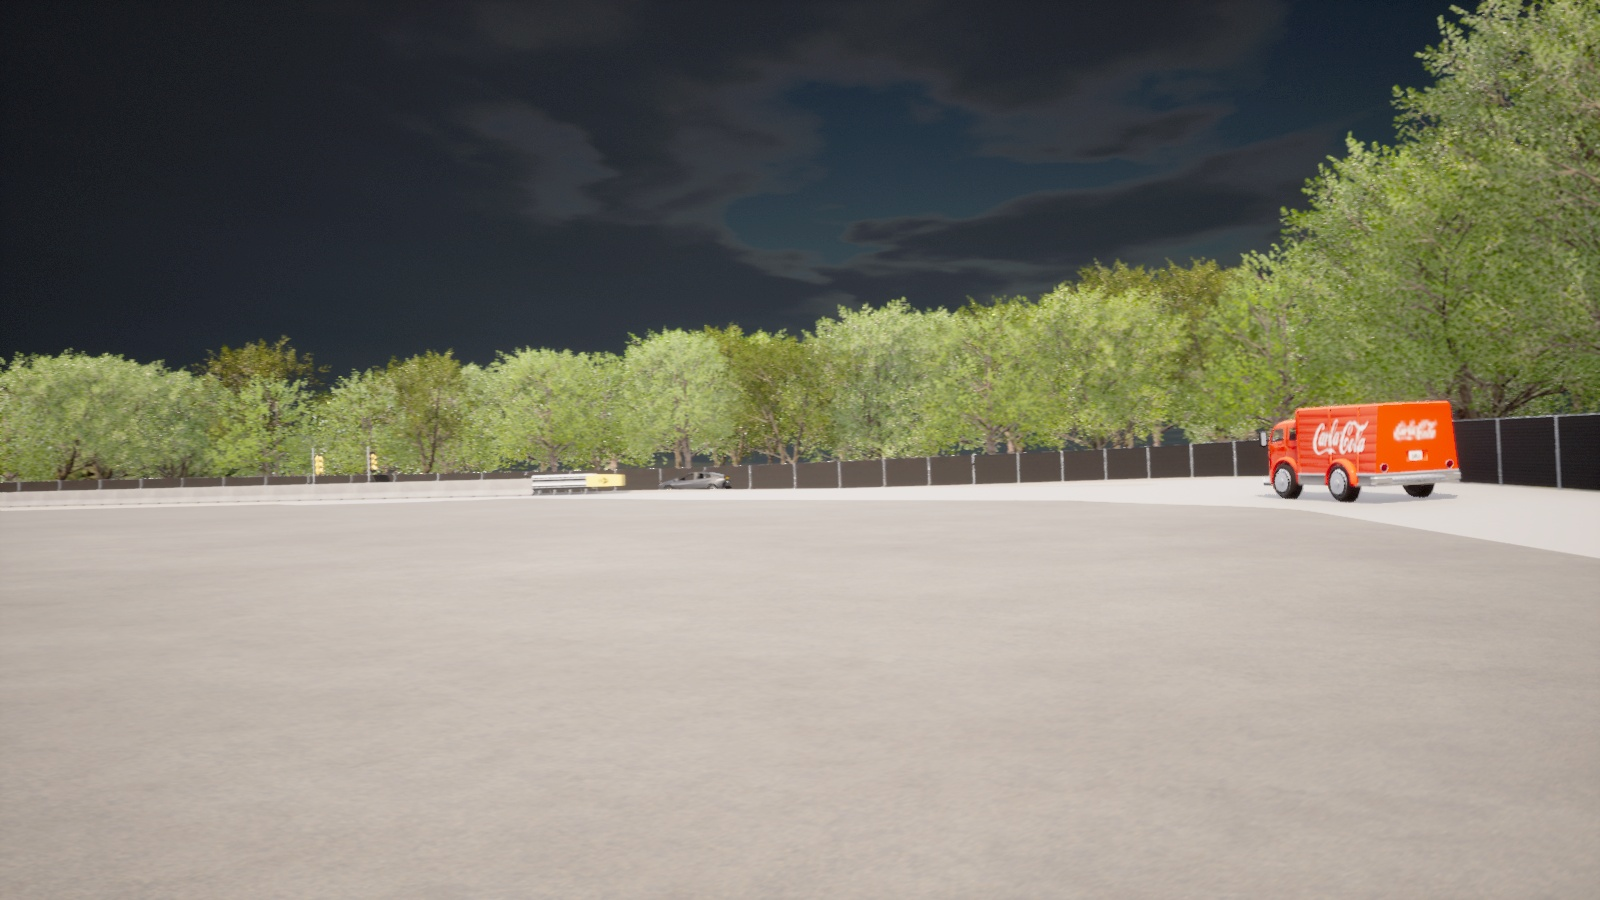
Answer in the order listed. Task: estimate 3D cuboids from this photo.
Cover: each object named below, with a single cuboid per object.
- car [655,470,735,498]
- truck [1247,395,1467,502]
[{"bbox_3d":[-6.491,2.112,77.664,4.514,1.525,2.007,-2,-2,13],"label":"car"},{"bbox_3d":[14.476,-0.013,33.100,2.627,2.467,5.204,-3,0,-12],"label":"truck"}]
